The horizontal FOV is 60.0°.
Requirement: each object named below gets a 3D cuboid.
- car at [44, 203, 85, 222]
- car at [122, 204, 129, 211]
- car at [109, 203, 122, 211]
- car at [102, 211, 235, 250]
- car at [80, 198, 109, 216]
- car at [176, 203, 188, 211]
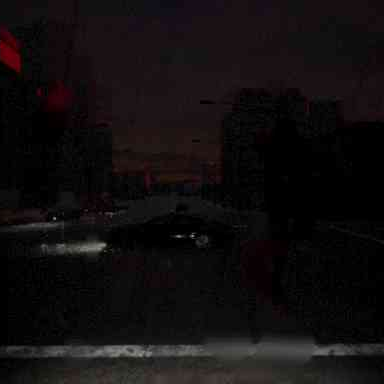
[{"bbox_3d":[-11.382,1.915,29.579,1.895,1.301,4.718,0,-1,-2],"label":"car"},{"bbox_3d":[-12.400,2.707,59.050,1.895,1.301,4.718,0,-2,-2],"label":"car"},{"bbox_3d":[-12.056,2.384,49.168,1.994,1.385,4.181,0,-2,-1],"label":"car"},{"bbox_3d":[-0.901,1.677,14.399,5.357,1.411,2.033,0,-1,-1],"label":"car"},{"bbox_3d":[-11.739,1.756,39.277,2.150,2.045,5.566,0,-2,-2],"label":"car"},{"bbox_3d":[-1.680,2.597,56.760,1.994,1.385,4.181,0,-2,-2],"label":"car"}]
